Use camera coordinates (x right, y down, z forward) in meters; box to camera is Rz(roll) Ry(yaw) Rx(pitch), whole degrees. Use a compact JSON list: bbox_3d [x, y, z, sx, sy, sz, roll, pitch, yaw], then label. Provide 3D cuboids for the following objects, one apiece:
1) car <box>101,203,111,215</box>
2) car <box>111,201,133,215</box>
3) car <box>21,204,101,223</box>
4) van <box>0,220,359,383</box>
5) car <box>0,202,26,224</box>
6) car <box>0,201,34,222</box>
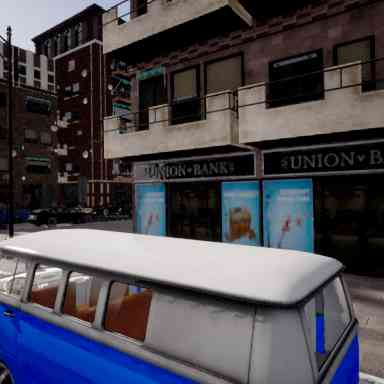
[{"bbox_3d":[-8.837,1.798,36.421,1.947,1.339,4.313,-2,-1,36],"label":"car"},{"bbox_3d":[-5.974,1.699,35.946,1.837,1.490,4.892,-1,-1,36],"label":"car"},{"bbox_3d":[-8.708,1.583,22.369,1.947,1.339,4.313,-2,-1,36],"label":"car"},{"bbox_3d":[-0.534,1.342,3.231,3.998,1.788,1.690,0,-1,35],"label":"van"},{"bbox_3d":[-14.505,1.656,24.051,2.033,1.411,5.357,-1,-1,33],"label":"car"},{"bbox_3d":[-15.479,1.609,27.309,1.967,1.590,4.097,-2,-1,36],"label":"car"}]
